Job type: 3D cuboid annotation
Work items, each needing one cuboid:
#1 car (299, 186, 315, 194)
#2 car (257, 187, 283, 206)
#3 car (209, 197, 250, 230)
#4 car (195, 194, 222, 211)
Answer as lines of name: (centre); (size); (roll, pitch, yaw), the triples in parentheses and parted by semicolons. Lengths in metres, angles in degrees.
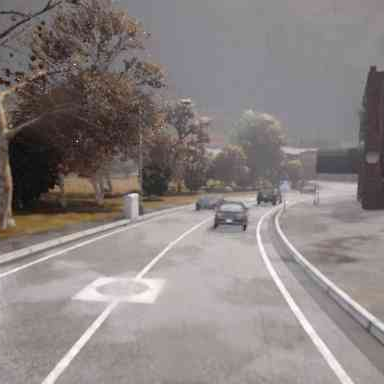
car: (22.925, -0.430, 66.015); (1.882, 1.535, 5.008); (5, 5, 40)
car: (9.331, 0.459, 39.619); (2.150, 2.045, 5.566); (3, 3, 26)
car: (2.430, 1.308, 19.779); (1.812, 1.442, 4.674); (1, 1, 12)
car: (1.734, 0.933, 30.810); (1.837, 1.490, 4.892); (2, 2, 19)
